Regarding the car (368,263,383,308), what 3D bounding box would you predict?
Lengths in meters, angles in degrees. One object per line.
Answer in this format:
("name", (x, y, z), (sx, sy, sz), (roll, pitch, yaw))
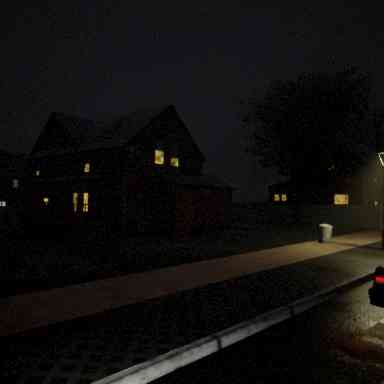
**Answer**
("car", (5.569, 1.628, 7.064), (5.357, 1.411, 2.033), (1, -1, -43))
